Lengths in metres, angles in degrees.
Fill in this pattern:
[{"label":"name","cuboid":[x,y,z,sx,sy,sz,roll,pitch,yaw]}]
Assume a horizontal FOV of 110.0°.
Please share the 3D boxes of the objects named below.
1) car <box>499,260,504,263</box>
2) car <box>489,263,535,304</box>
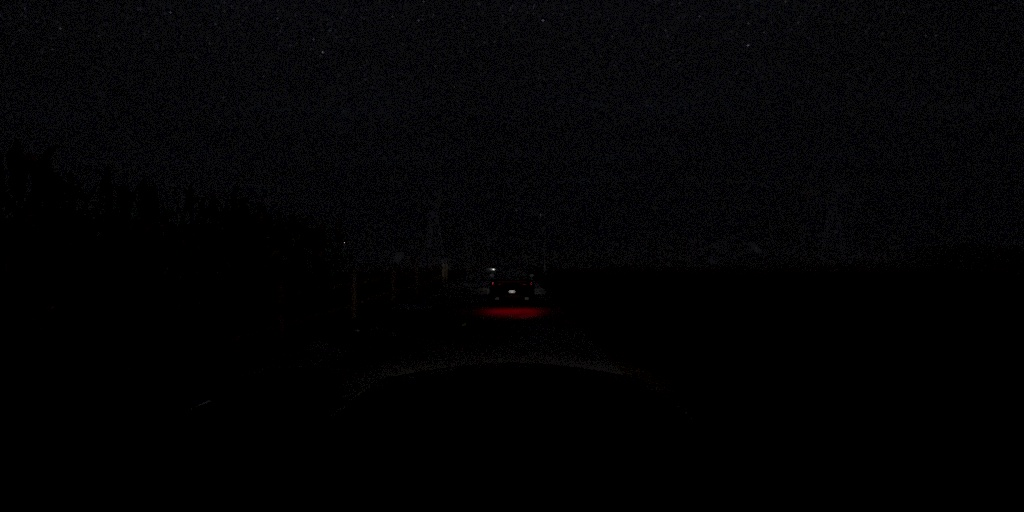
[{"label":"car","cuboid":[0.000,1.324,31.505,1.837,1.490,4.892,0,0,0]},{"label":"car","cuboid":[0.000,1.249,16.502,1.882,1.535,5.008,0,0,0]}]
